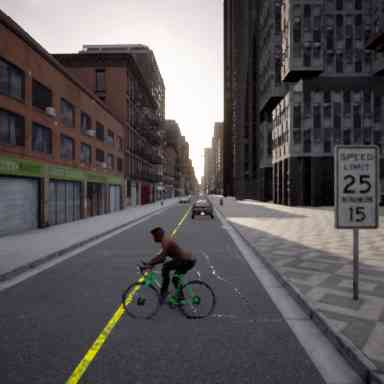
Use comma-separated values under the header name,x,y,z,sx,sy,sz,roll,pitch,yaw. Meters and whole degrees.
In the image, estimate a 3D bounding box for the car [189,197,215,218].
name,x,y,z,sx,sy,sz,roll,pitch,yaw
car,0.948,1.498,29.735,1.837,1.490,4.892,0,0,2

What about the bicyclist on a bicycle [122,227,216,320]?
name,x,y,z,sx,sy,sz,roll,pitch,yaw
bicyclist on a bicycle,-0.417,1.443,5.817,1.656,1.620,0.582,-1,0,2

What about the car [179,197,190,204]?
name,x,y,z,sx,sy,sz,roll,pitch,yaw
car,-1.305,1.549,60.728,1.994,1.385,4.181,0,0,2
